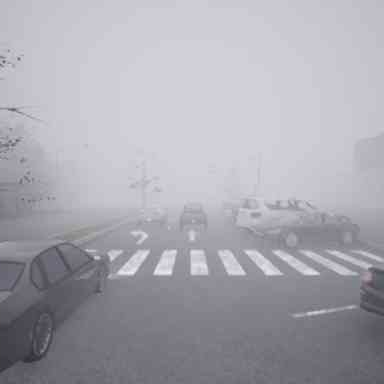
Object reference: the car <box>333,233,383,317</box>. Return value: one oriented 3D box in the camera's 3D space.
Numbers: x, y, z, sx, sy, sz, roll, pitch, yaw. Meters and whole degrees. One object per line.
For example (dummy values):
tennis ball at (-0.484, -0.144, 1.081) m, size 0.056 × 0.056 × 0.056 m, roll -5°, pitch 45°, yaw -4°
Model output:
car at (5.063, 1.548, 5.711) m, size 4.674 × 1.452 × 2.002 m, roll 1°, pitch -1°, yaw -20°

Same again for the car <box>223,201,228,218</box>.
car at (5.053, 1.615, 23.603) m, size 4.892 × 1.521 × 2.231 m, roll 1°, pitch -1°, yaw -20°

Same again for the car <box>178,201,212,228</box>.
car at (0.091, 1.608, 22.843) m, size 2.128 × 1.511 × 4.902 m, roll 0°, pitch 0°, yaw 0°

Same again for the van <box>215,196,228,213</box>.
van at (4.950, 1.464, 32.509) m, size 4.442 × 1.987 × 1.878 m, roll 1°, pitch 0°, yaw -20°

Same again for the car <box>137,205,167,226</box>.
car at (-2.911, 1.658, 24.776) m, size 1.812 × 1.442 × 4.674 m, roll 0°, pitch -1°, yaw 0°

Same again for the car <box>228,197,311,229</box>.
car at (5.092, 1.318, 17.655) m, size 5.566 × 2.045 × 2.435 m, roll 1°, pitch -1°, yaw -20°

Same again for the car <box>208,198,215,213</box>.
car at (4.882, 1.712, 35.465) m, size 5.366 × 1.575 × 1.946 m, roll 1°, pitch 0°, yaw -20°

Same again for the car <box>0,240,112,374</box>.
car at (-2.901, 1.564, 5.831) m, size 2.033 × 1.411 × 5.357 m, roll 0°, pitch 0°, yaw 0°

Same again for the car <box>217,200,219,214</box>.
car at (5.083, 1.695, 29.580) m, size 4.792 × 1.488 × 2.163 m, roll 1°, pitch -1°, yaw -20°

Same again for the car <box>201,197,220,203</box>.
car at (5.025, 2.260, 90.790) m, size 4.674 × 1.452 × 2.002 m, roll 1°, pitch -2°, yaw -20°

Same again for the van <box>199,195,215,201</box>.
van at (4.925, 1.895, 87.775) m, size 4.442 × 1.987 × 1.878 m, roll 1°, pitch -2°, yaw -20°

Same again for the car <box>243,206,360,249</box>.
car at (5.074, 1.552, 14.652) m, size 4.892 × 1.521 × 2.231 m, roll 1°, pitch 0°, yaw -20°

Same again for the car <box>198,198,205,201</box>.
car at (0.083, 1.736, 37.512) m, size 2.128 × 1.511 × 4.902 m, roll 0°, pitch -1°, yaw 0°

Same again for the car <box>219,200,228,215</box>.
car at (5.232, 1.638, 26.650) m, size 5.366 × 1.575 × 1.946 m, roll 1°, pitch -1°, yaw -20°
